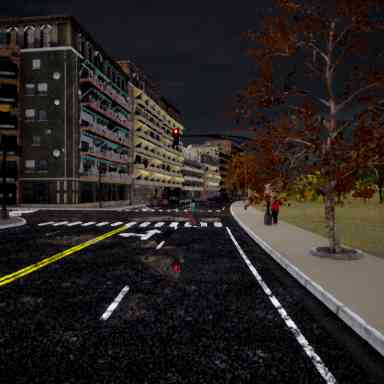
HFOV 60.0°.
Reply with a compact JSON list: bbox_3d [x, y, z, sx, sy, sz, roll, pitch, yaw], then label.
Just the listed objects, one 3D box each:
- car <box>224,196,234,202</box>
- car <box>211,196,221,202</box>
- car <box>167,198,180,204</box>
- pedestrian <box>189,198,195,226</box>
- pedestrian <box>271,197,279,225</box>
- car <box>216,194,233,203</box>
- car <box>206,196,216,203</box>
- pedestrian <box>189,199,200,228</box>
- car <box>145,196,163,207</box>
[{"bbox_3d":[9.814,1.869,88.711,2.128,1.511,4.902,0,0,13],"label":"car"},{"bbox_3d":[6.545,1.815,88.990,1.882,1.535,5.008,0,0,13],"label":"car"},{"bbox_3d":[-3.854,1.839,69.368,1.895,1.301,4.718,0,0,9],"label":"car"},{"bbox_3d":[0.026,1.321,22.372,0.375,1.860,0.375,0,0,3],"label":"pedestrian"},{"bbox_3d":[5.352,1.166,21.488,0.375,1.860,0.375,0,0,3],"label":"pedestrian"},{"bbox_3d":[7.661,1.533,78.300,2.150,2.045,5.566,0,0,11],"label":"car"},{"bbox_3d":[4.455,1.833,78.842,2.128,1.511,4.902,0,0,11],"label":"car"},{"bbox_3d":[0.146,1.318,21.163,0.375,1.860,0.375,0,0,3],"label":"pedestrian"},{"bbox_3d":[-6.193,1.508,53.976,2.097,1.767,4.553,0,0,8],"label":"car"}]
